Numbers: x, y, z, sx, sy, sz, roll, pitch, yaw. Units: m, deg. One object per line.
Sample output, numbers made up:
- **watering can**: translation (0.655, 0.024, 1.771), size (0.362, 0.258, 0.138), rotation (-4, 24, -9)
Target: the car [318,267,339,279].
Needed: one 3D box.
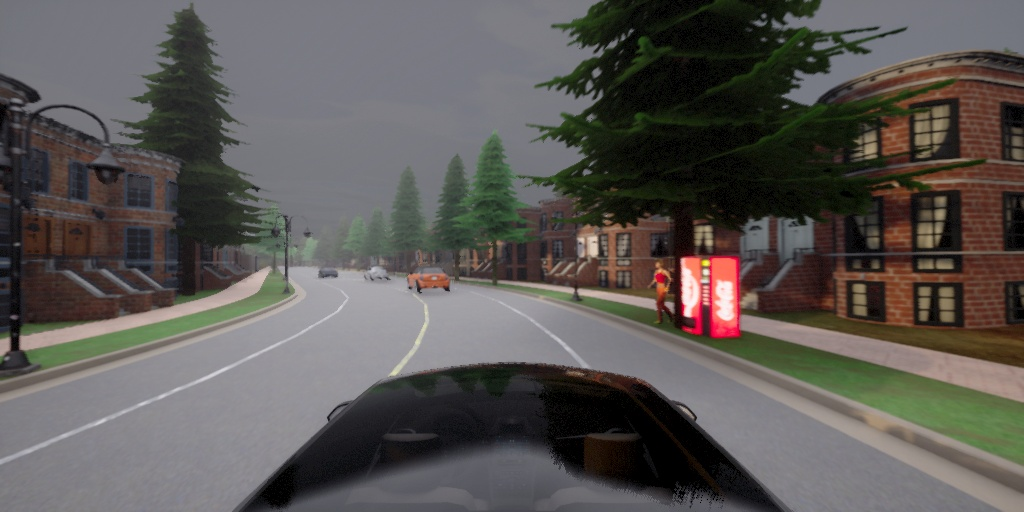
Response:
- **car**: translation (-22.642, 2.060, 44.090), size (2.033, 1.411, 5.357), rotation (0, -1, -33)

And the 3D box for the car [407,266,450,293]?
- **car**: translation (-5.760, 1.444, 24.262), size (2.097, 1.767, 4.553), rotation (0, -1, -26)

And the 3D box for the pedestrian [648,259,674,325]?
- **pedestrian**: translation (4.145, 0.954, 9.949), size (0.375, 1.860, 0.375), rotation (0, -1, -9)

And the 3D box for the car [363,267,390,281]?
- **car**: translation (-14.607, 1.888, 38.608), size (1.812, 1.442, 4.674), rotation (0, -1, -33)

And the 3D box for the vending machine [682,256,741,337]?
- **vending machine**: translation (4.895, 0.987, 8.876), size (1.100, 2.100, 0.880), rotation (0, 0, -8)
